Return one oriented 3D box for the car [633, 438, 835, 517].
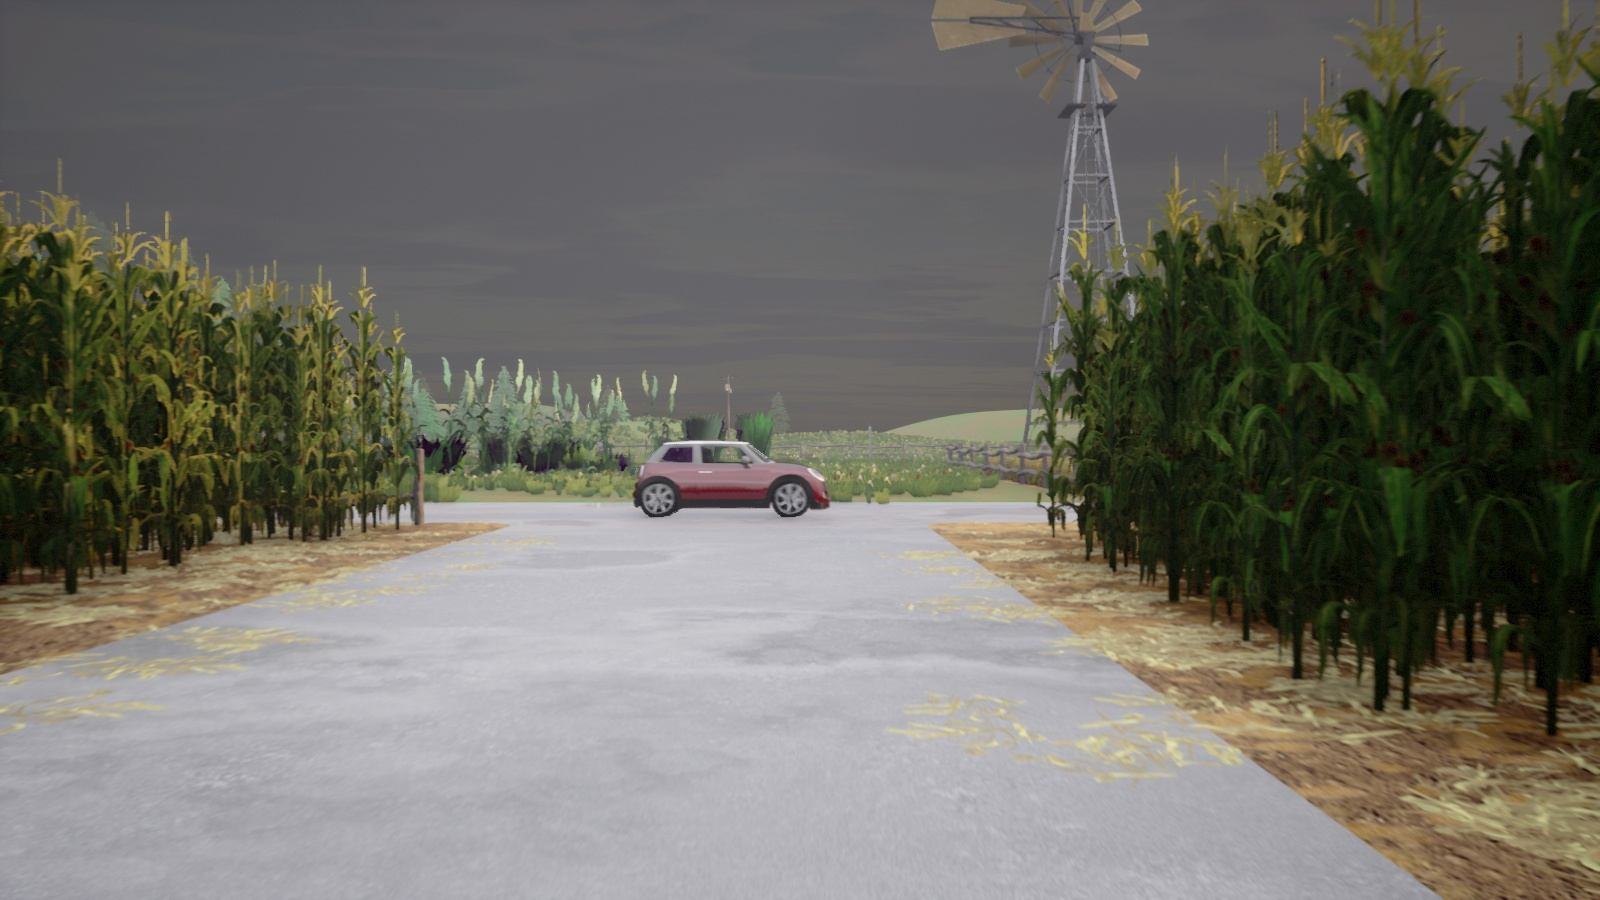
[{"bbox_3d":[-1.242,0.510,24.610,3.806,1.475,1.970,0,0,0],"label":"car"}]
